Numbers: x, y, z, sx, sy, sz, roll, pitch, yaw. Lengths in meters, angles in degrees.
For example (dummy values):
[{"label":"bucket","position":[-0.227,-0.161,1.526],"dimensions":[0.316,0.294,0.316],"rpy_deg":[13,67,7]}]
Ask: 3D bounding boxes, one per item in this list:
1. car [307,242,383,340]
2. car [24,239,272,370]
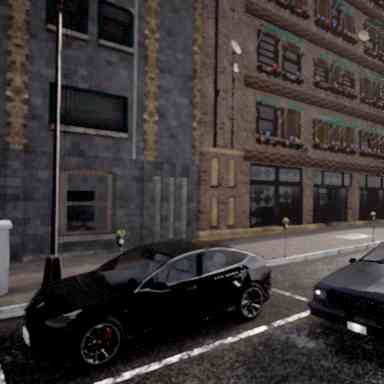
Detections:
[{"label":"car","position":[4.509,1.545,6.286],"dimensions":[5.357,1.411,2.033],"rpy_deg":[0,0,-36]},{"label":"car","position":[-0.459,1.565,5.753],"dimensions":[4.313,1.339,1.947],"rpy_deg":[0,1,-35]}]
